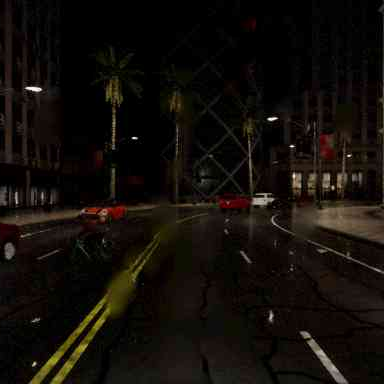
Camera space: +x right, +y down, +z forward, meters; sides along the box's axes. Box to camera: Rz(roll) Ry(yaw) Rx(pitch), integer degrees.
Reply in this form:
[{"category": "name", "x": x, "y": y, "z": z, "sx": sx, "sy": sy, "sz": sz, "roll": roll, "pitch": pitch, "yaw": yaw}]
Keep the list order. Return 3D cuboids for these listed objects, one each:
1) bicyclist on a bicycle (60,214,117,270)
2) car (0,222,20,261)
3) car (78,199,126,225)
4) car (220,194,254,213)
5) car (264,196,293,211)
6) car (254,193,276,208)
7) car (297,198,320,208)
[{"category": "bicyclist on a bicycle", "x": -2.984, "y": 1.455, "z": 9.557, "sx": 1.656, "sy": 1.620, "sz": 0.582, "roll": -2, "pitch": 0, "yaw": 1}, {"category": "car", "x": -6.962, "y": 1.478, "z": 9.500, "sx": 1.882, "sy": 1.535, "sz": 5.008, "roll": 0, "pitch": 0, "yaw": 1}, {"category": "car", "x": -6.352, "y": 1.351, "z": 23.988, "sx": 2.097, "sy": 1.767, "sz": 4.553, "roll": 0, "pitch": 0, "yaw": 7}, {"category": "car", "x": 4.866, "y": 1.221, "z": 36.984, "sx": 2.150, "sy": 2.045, "sz": 5.566, "roll": 0, "pitch": 0, "yaw": 25}, {"category": "car", "x": 10.683, "y": 1.526, "z": 40.079, "sx": 1.812, "sy": 1.442, "sz": 4.674, "roll": 0, "pitch": 0, "yaw": 32}, {"category": "car", "x": 10.486, "y": 1.221, "z": 45.966, "sx": 2.150, "sy": 2.045, "sz": 5.566, "roll": 0, "pitch": 0, "yaw": 42}, {"category": "car", "x": 16.555, "y": 1.564, "z": 46.944, "sx": 4.181, "sy": 1.385, "sz": 1.994, "roll": 0, "pitch": 0, "yaw": -43}]
